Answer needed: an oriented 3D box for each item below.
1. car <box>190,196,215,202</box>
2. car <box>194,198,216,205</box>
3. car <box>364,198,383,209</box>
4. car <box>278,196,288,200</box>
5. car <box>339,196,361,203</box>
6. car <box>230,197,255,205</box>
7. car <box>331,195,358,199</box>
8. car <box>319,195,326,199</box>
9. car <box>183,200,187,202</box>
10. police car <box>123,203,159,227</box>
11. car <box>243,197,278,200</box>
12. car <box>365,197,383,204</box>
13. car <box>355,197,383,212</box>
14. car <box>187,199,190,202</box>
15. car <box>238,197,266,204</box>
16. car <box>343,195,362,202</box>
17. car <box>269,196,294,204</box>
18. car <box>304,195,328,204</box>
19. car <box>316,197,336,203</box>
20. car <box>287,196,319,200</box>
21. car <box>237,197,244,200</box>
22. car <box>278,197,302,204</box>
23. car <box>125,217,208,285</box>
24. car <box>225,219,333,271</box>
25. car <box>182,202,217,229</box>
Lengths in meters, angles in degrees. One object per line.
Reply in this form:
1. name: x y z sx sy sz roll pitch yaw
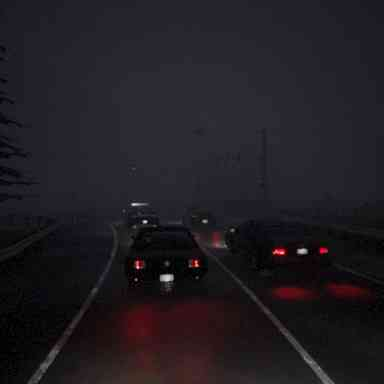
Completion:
1. car: 2.429 1.795 56.070 4.181 1.385 1.994 0 0 -19
2. car: 2.623 1.841 67.121 4.181 1.385 1.994 0 0 -19
3. car: 28.430 1.683 49.900 4.892 1.490 1.837 0 0 -19
4. car: 20.057 1.798 65.640 5.357 1.411 2.033 0 0 -19
5. car: 35.993 1.802 75.896 4.902 1.511 2.128 0 0 -29
6. car: 10.055 1.790 65.945 4.674 1.442 1.812 0 0 -19
7. car: 29.360 1.718 65.147 5.008 1.535 1.882 0 0 -19
8. car: 29.271 1.795 68.842 5.357 1.411 2.033 0 0 -21
9. car: 0.567 1.753 62.806 4.902 1.511 2.128 0 0 -18
10. police car: -3.404 1.521 21.568 1.930 1.638 5.238 0 0 -16
11. car: 12.186 1.739 59.358 4.892 1.490 1.837 0 0 -19
12. car: 38.812 1.787 69.446 5.357 1.411 2.033 0 0 -29
13. car: 22.826 1.651 40.604 4.892 1.490 1.837 0 0 -19
14. car: 1.987 1.599 59.618 4.553 1.767 2.097 0 0 -20
15. car: 12.707 1.820 70.539 5.357 1.411 2.033 0 0 -19
16. car: 39.817 1.626 82.524 4.553 1.767 2.097 0 0 -33
17. car: 18.577 1.622 68.835 4.553 1.767 2.097 0 0 -19
18. car: 26.730 1.625 71.649 4.553 1.767 2.097 0 0 -19
19. car: 31.044 1.841 77.261 4.181 1.385 1.994 0 0 -25
20. car: 20.811 1.763 62.221 4.674 1.442 1.812 0 0 -18
21. car: 11.125 1.775 62.665 4.674 1.442 1.812 0 0 -19
22. car: 21.653 1.783 73.573 4.892 1.490 1.837 0 0 -19
23. car: -0.814 1.642 9.639 1.895 1.301 4.718 0 0 -7
24. car: 2.520 1.591 11.063 2.033 1.411 5.357 0 0 -7
25. car: 0.454 1.620 22.430 1.812 1.442 4.674 0 0 -9
